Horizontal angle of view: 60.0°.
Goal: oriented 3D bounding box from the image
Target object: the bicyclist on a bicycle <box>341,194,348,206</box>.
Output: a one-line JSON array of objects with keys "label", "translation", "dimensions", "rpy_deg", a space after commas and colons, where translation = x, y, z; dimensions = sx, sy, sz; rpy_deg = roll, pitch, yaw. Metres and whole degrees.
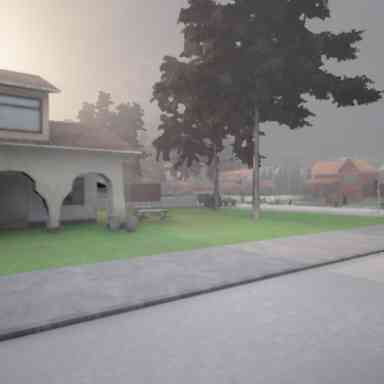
[{"label": "bicyclist on a bicycle", "translation": [19.853, 1.023, 43.418], "dimensions": [1.656, 1.620, 0.582], "rpy_deg": [-1, 1, -36]}]

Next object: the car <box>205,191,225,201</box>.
[{"label": "car", "translation": [3.487, 0.925, 58.958], "dimensions": [2.150, 2.045, 5.566], "rpy_deg": [-1, 0, -35]}]

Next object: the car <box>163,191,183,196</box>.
[{"label": "car", "translation": [-4.043, 0.782, 69.435], "dimensions": [2.150, 2.045, 5.566], "rpy_deg": [-1, 0, -36]}]
